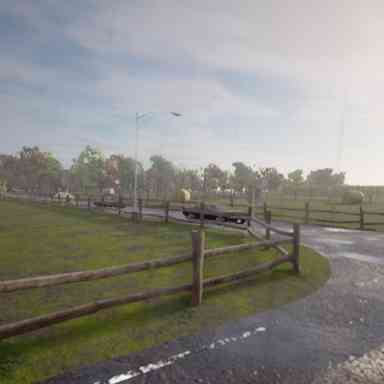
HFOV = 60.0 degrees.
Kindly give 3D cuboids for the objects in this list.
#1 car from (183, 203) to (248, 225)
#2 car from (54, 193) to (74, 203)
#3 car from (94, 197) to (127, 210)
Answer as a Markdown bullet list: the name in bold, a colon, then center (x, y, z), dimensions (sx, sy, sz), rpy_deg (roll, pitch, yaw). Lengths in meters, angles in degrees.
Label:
- **car**: center (1.490, 1.378, 21.414), dimensions (1.895, 1.301, 4.718), rpy_deg (1, 0, -36)
- **car**: center (-19.144, 0.855, 49.713), dimensions (1.882, 1.535, 5.008), rpy_deg (1, 0, -36)
- **car**: center (-8.672, 1.157, 35.273), dimensions (1.895, 1.301, 4.718), rpy_deg (1, 0, -36)
